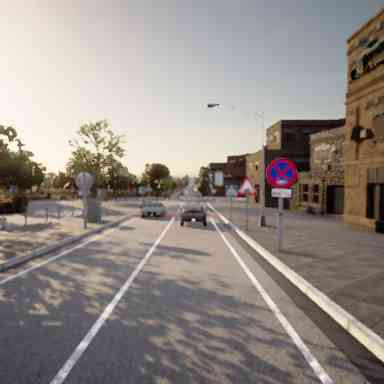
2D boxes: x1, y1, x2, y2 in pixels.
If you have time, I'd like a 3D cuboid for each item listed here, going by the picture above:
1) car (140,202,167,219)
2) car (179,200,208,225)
[{"bbox_3d":[-3.325,1.618,29.482,1.994,1.385,4.181,0,2,0],"label":"car"},{"bbox_3d":[0.109,1.602,24.784,1.837,1.490,4.892,0,1,0],"label":"car"}]
